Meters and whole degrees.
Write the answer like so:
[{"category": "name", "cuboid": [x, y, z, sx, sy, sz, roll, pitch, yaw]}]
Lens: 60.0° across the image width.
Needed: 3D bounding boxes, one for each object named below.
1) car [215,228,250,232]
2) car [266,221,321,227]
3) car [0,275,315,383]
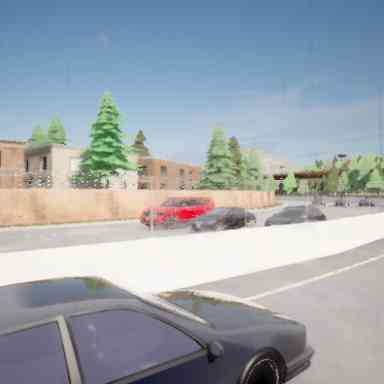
[{"category": "car", "cuboid": [2.046, 1.597, 19.765, 4.674, 1.442, 1.812, 0, 0, -44]}, {"category": "car", "cuboid": [5.940, 1.568, 18.711, 1.837, 1.490, 4.892, 0, 0, 44]}, {"category": "car", "cuboid": [-1.164, 1.561, 2.997, 5.357, 1.411, 2.033, 0, 0, -37]}]
